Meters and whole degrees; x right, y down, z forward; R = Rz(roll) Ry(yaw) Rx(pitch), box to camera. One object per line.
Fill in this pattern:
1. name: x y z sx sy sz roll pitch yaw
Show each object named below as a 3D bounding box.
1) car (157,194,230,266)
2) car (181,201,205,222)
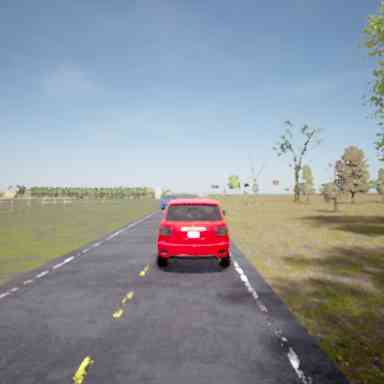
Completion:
1. car: 0.063 1.246 11.737 2.150 2.045 5.566 0 0 0
2. car: 0.065 1.553 27.815 1.837 1.490 4.892 0 0 0
